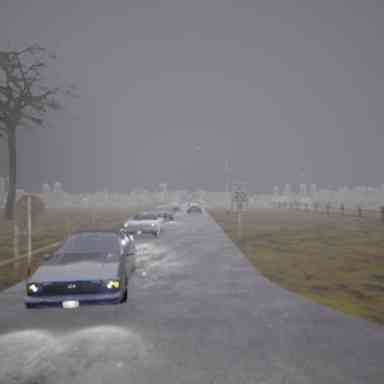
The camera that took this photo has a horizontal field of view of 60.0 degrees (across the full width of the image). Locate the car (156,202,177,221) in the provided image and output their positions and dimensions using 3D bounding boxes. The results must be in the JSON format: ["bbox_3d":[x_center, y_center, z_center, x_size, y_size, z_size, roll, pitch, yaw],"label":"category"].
[{"bbox_3d":[-2.721,1.957,32.236,1.837,1.490,4.892,-1,-1,0],"label":"car"}]

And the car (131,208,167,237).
[{"bbox_3d":[-2.782,1.880,19.831,1.895,1.301,4.718,-1,-1,0],"label":"car"}]

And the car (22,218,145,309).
[{"bbox_3d":[-2.452,1.674,8.645,2.033,1.411,5.357,-1,-1,-6],"label":"car"}]

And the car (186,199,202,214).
[{"bbox_3d":[0.280,2.096,44.315,1.812,1.442,4.674,-1,-1,0],"label":"car"}]

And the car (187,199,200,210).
[{"bbox_3d":[0.276,2.099,55.732,2.097,1.767,4.553,-1,-1,0],"label":"car"}]

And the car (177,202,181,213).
[{"bbox_3d":[-2.567,2.168,48.460,1.882,1.535,5.008,-1,-1,1],"label":"car"}]
